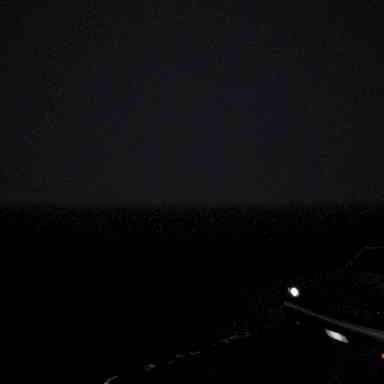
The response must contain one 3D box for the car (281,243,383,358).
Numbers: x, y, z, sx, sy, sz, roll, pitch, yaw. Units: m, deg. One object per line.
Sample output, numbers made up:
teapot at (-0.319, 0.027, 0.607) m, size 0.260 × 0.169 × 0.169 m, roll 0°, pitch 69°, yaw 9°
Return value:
car at (3.717, 1.602, 5.704) m, size 4.718 × 1.301 × 1.895 m, roll 0°, pitch 0°, yaw -35°
